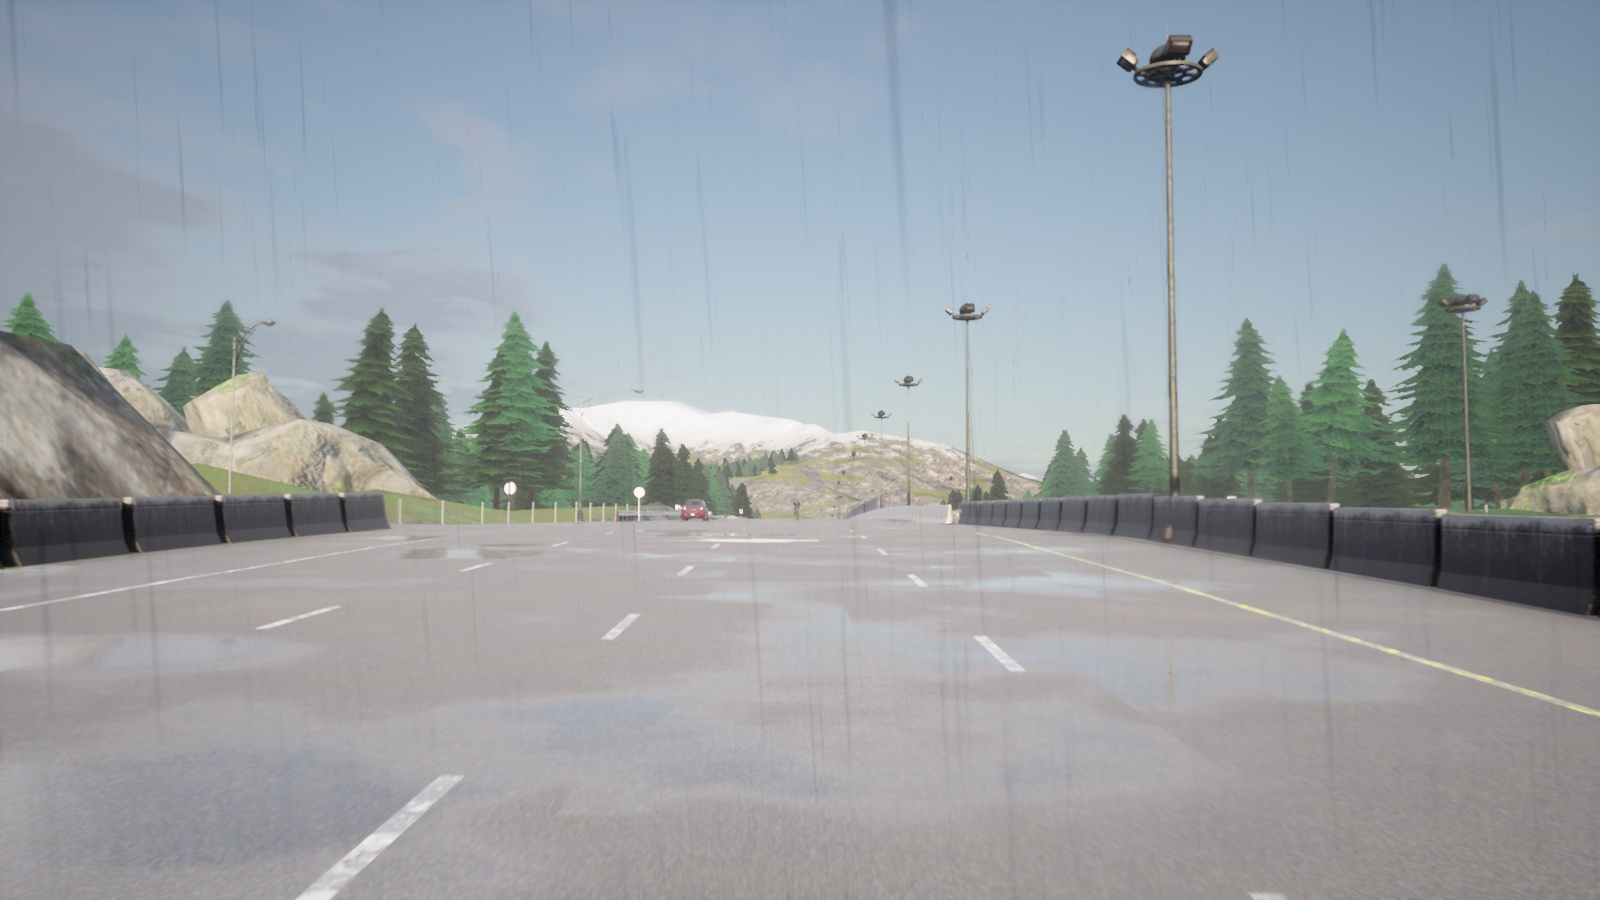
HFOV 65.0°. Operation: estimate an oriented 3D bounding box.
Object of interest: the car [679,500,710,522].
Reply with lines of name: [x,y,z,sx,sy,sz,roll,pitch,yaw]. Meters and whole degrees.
car: [-7.203,4.205,86.341,1.845,1.501,3.633,0,-3,0]
